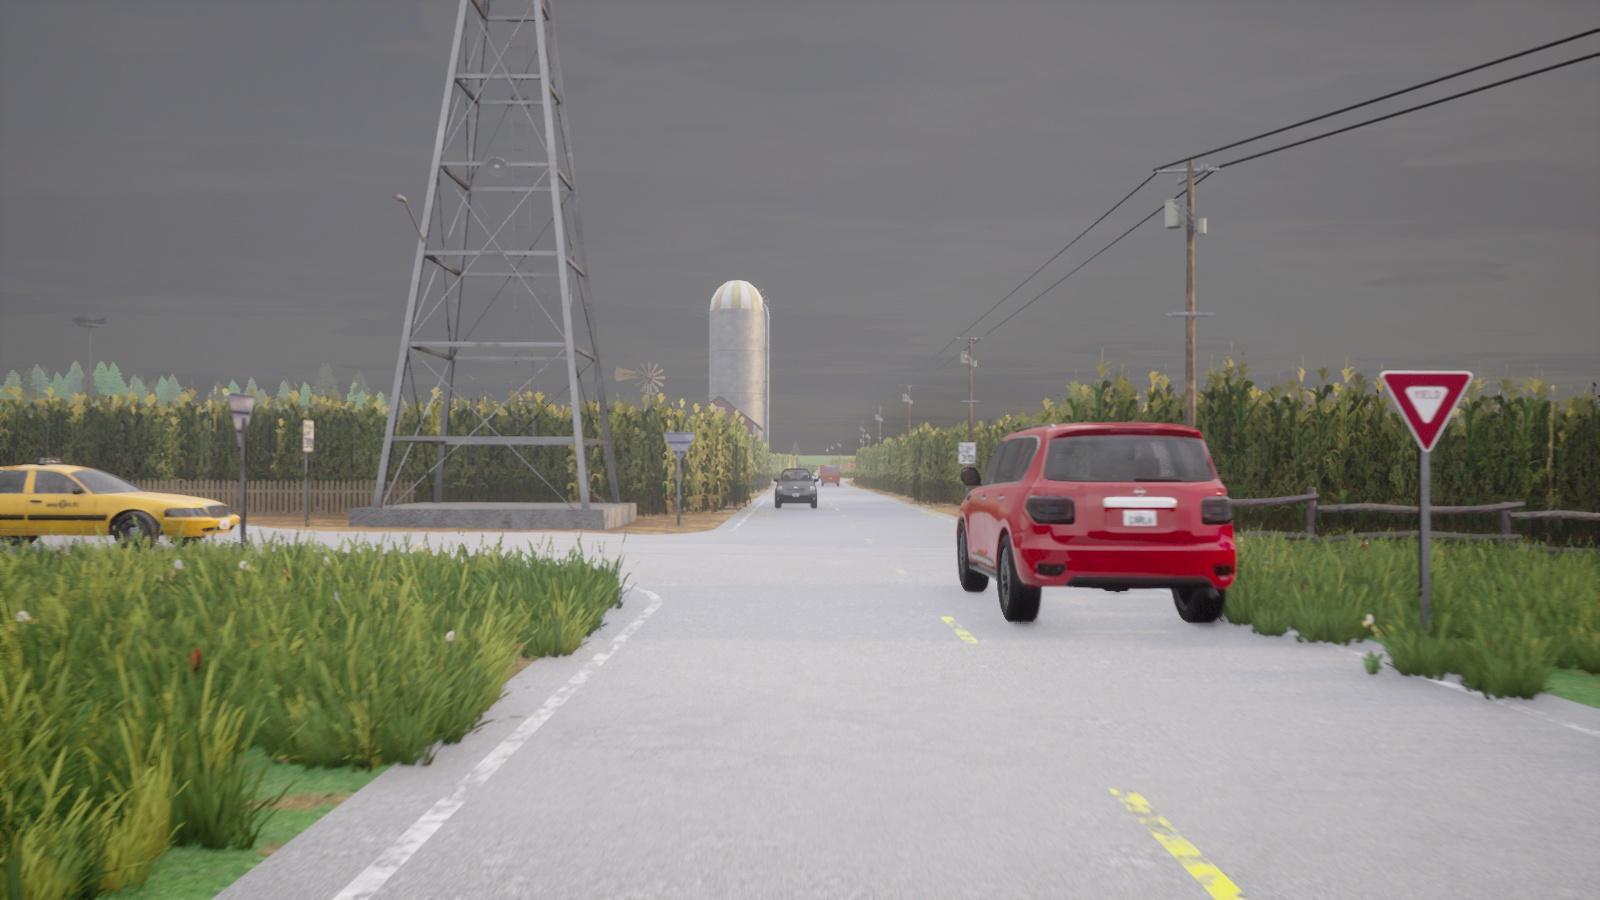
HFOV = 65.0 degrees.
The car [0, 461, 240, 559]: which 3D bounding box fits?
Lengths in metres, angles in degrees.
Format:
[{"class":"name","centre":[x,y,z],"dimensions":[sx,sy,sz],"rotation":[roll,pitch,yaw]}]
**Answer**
[{"class":"car","centre":[-12.613,0.995,21.377],"dimensions":[5.366,1.575,1.801],"rotation":[0,-1,0]}]

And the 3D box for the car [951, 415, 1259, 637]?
[{"class":"car","centre":[3.159,0.744,14.406],"dimensions":[2.150,2.045,5.566],"rotation":[0,-1,0]}]

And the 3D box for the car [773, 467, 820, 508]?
[{"class":"car","centre":[-0.142,1.513,51.379],"dimensions":[1.851,1.617,3.988],"rotation":[0,-1,0]}]
